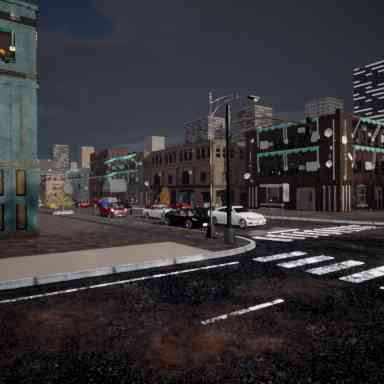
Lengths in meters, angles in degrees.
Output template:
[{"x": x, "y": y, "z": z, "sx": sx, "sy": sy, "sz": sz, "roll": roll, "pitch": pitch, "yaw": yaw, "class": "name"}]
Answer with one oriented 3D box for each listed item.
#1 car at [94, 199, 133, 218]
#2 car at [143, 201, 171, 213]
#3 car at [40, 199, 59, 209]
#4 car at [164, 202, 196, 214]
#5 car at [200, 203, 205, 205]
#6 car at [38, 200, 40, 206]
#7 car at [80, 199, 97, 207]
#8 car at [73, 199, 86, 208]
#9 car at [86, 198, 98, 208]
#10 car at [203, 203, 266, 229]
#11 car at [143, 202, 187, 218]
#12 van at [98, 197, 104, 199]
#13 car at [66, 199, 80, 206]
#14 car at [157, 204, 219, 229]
[{"x": -8.365, "y": 1.846, "z": 35.196, "sx": 1.967, "sy": 1.590, "sz": 4.097, "roll": -1, "pitch": 0, "yaw": -36, "class": "car"}, {"x": -4.762, "y": 1.966, "z": 44.573, "sx": 1.802, "sy": 1.307, "sz": 4.206, "roll": -2, "pitch": 0, "yaw": -36, "class": "car"}, {"x": -24.354, "y": 2.233, "z": 57.575, "sx": 1.752, "sy": 1.417, "sz": 4.829, "roll": -1, "pitch": 0, "yaw": -36, "class": "car"}, {"x": -1.545, "y": 1.904, "z": 40.070, "sx": 1.802, "sy": 1.307, "sz": 4.206, "roll": -2, "pitch": 0, "yaw": -36, "class": "car"}, {"x": 1.673, "y": 1.810, "z": 35.566, "sx": 2.008, "sy": 1.369, "sz": 4.403, "roll": -2, "pitch": 0, "yaw": -36, "class": "car"}, {"x": -30.889, "y": 2.376, "z": 66.721, "sx": 2.008, "sy": 1.369, "sz": 4.403, "roll": -1, "pitch": 0, "yaw": -36, "class": "car"}, {"x": -20.854, "y": 2.228, "z": 67.091, "sx": 1.887, "sy": 1.381, "sz": 4.507, "roll": -1, "pitch": 0, "yaw": -36, "class": "car"}, {"x": -20.578, "y": 2.230, "z": 62.263, "sx": 1.994, "sy": 1.385, "sz": 4.181, "roll": -1, "pitch": 0, "yaw": -36, "class": "car"}, {"x": -17.641, "y": 1.940, "z": 62.587, "sx": 2.192, "sy": 1.841, "sz": 5.009, "roll": -1, "pitch": 0, "yaw": -36, "class": "car"}, {"x": 3.098, "y": 1.722, "z": 23.680, "sx": 1.812, "sy": 1.442, "sz": 4.674, "roll": -1, "pitch": 0, "yaw": -37, "class": "car"}, {"x": -2.860, "y": 1.915, "z": 31.967, "sx": 1.895, "sy": 1.301, "sz": 4.718, "roll": -1, "pitch": 0, "yaw": -36, "class": "car"}, {"x": -14.422, "y": 1.907, "z": 58.083, "sx": 1.690, "sy": 1.788, "sz": 3.998, "roll": -1, "pitch": 0, "yaw": -36, "class": "van"}, {"x": -27.289, "y": 2.364, "z": 76.098, "sx": 1.947, "sy": 1.339, "sz": 4.313, "roll": -1, "pitch": 0, "yaw": -36, "class": "car"}, {"x": -0.393, "y": 1.815, "z": 23.835, "sx": 1.947, "sy": 1.339, "sz": 4.313, "roll": -2, "pitch": 0, "yaw": -36, "class": "car"}]
